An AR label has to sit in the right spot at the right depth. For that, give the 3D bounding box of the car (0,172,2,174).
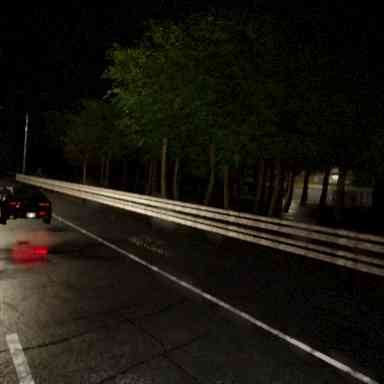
[{"bbox_3d":[-39.378,-3.688,66.265,2.097,1.767,4.553,4,2,-18],"label":"car"}]

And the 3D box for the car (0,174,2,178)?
[{"bbox_3d":[-18.310,-0.788,29.808,1.812,1.442,4.674,4,2,-36],"label":"car"}]

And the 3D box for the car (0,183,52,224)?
[{"bbox_3d":[-7.613,0.470,14.816,1.837,1.490,4.892,4,2,-36],"label":"car"}]
